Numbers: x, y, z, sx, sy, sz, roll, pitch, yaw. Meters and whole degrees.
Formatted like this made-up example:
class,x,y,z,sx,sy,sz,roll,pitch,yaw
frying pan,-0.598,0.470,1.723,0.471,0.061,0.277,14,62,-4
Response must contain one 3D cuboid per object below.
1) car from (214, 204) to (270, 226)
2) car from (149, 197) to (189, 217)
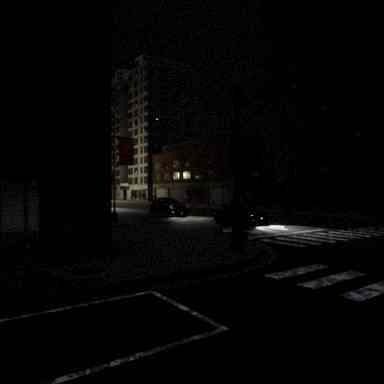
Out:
class,x,y,z,sx,sy,sz,roll,pitch,yaw
car,3.413,1.538,23.374,1.994,1.385,4.181,0,0,-35
car,-2.181,1.311,31.239,2.097,1.767,4.553,0,0,-35
